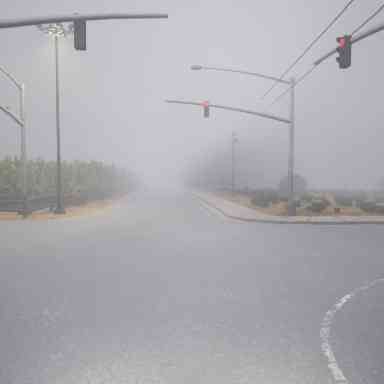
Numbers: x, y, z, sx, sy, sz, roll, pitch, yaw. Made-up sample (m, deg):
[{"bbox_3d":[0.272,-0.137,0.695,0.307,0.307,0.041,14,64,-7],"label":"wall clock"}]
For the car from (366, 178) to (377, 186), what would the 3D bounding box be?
[{"bbox_3d":[42.115,-2.324,77.651,1.905,1.878,3.866,10,10,41],"label":"car"}]
